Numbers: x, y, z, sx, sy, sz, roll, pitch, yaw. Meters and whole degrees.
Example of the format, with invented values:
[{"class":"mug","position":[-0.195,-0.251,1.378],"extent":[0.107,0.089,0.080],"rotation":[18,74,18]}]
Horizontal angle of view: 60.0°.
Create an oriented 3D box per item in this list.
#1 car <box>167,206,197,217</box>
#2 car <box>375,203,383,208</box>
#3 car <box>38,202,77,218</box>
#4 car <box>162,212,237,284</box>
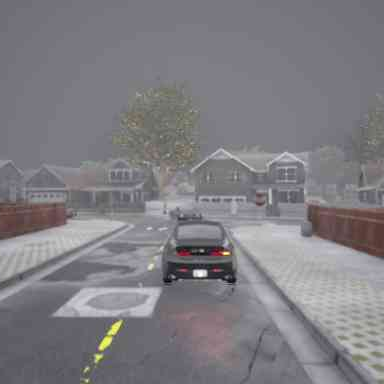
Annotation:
[{"class":"car","position":[-0.740,1.794,26.853],"extent":[1.895,1.301,4.718],"rotation":[0,0,-15]},{"class":"car","position":[14.861,1.620,25.316],"extent":[4.553,1.767,2.097],"rotation":[0,-1,19]},{"class":"car","position":[-12.823,1.650,30.175],"extent":[4.892,1.490,1.837],"rotation":[0,-1,13]},{"class":"car","position":[0.196,1.574,9.793],"extent":[1.837,1.490,4.892],"rotation":[0,0,0]}]
